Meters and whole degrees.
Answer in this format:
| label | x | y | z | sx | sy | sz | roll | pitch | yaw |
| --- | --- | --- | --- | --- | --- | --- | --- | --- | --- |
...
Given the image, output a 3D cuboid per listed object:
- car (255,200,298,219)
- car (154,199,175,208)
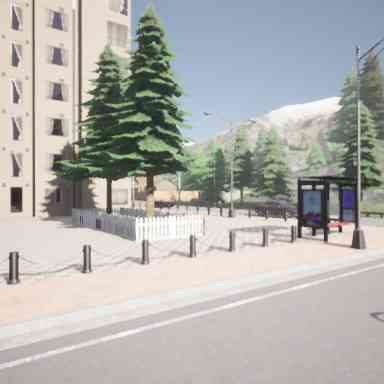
| label | x | y | z | sx | sy | sz | roll | pitch | yaw |
| --- | --- | --- | --- | --- | --- | --- | --- | --- | --- |
| car | 7.691 | 1.488 | 29.041 | 1.837 | 1.490 | 4.892 | 0 | 0 | -35 |
| car | -4.309 | 1.583 | 46.304 | 1.895 | 1.301 | 4.718 | 0 | 0 | -35 |
